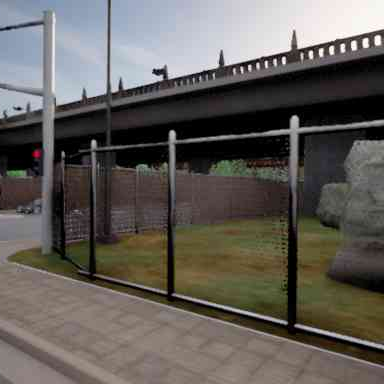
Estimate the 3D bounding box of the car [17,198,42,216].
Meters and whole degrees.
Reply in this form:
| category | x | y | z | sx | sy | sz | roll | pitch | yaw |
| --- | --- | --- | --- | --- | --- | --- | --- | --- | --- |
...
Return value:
| category | x | y | z | sx | sy | sz | roll | pitch | yaw |
| --- | --- | --- | --- | --- | --- | --- | --- | --- | --- |
| car | -12.487 | 1.212 | 28.692 | 1.837 | 1.490 | 4.892 | 1 | 3 | 36 |
